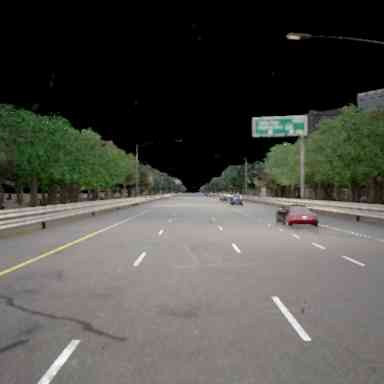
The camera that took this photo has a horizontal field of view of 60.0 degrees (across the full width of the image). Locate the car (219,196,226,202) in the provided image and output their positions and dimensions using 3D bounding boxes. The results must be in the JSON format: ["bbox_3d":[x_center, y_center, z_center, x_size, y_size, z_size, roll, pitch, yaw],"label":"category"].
[{"bbox_3d":[7.193,1.531,76.184,1.895,1.301,4.718,0,0,0],"label":"car"}]

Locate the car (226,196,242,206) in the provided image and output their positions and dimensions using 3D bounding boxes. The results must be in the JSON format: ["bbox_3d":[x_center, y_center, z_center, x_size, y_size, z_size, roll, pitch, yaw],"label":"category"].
[{"bbox_3d":[7.128,1.489,54.600,1.812,1.442,4.674,0,0,0],"label":"car"}]

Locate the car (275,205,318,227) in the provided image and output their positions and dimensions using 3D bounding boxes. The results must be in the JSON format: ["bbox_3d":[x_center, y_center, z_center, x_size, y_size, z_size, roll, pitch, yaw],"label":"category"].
[{"bbox_3d":[7.033,1.556,22.750,1.994,1.385,4.181,0,0,0],"label":"car"}]
